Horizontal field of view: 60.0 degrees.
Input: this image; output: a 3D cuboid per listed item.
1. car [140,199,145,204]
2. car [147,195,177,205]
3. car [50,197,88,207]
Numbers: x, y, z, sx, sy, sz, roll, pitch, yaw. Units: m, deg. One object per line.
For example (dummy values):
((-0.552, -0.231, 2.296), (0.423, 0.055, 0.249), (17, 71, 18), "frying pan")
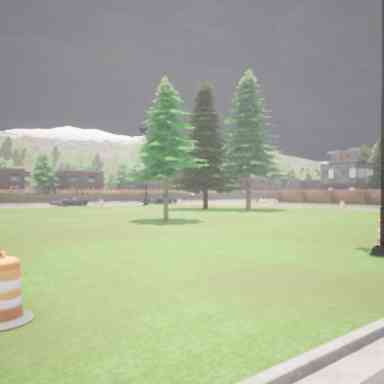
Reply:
((-7.102, 1.506, 61.299), (4.892, 1.490, 1.837), (0, -1, -25), "car")
((-5.070, 1.351, 58.346), (4.553, 1.767, 2.097), (0, 0, -21), "car")
((-17.982, 1.492, 49.541), (4.902, 1.511, 2.128), (0, 0, -35), "car")
